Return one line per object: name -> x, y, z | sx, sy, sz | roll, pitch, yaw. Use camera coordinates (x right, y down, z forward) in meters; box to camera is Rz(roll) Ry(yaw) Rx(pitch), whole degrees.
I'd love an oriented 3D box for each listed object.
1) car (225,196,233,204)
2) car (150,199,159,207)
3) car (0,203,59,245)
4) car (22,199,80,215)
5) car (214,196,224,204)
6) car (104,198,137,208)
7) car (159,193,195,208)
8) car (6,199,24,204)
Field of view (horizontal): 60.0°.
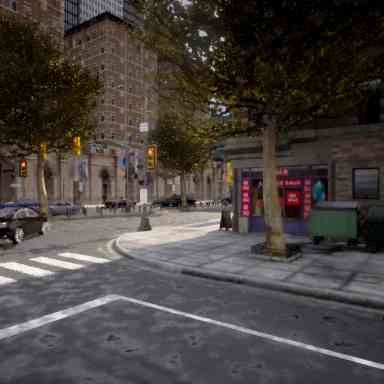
car -> 8.859, 1.523, 62.947 | 1.882, 1.535, 5.008 | 0, 0, 36
car -> -4.081, 1.547, 51.139 | 2.033, 1.411, 5.357 | 0, 0, 36
car -> -8.374, 1.494, 15.665 | 2.128, 1.511, 4.902 | -1, 0, -2
car -> -13.414, 1.601, 32.203 | 1.895, 1.301, 4.718 | 0, 0, 36
car -> 6.019, 1.529, 64.993 | 1.812, 1.442, 4.674 | 0, 0, 36
car -> -10.277, 1.595, 47.932 | 1.895, 1.301, 4.718 | 0, 0, 36
car -> -1.841, 1.221, 48.261 | 2.150, 2.045, 5.566 | 0, 0, 36
car -> -17.235, 1.478, 33.106 | 1.882, 1.535, 5.008 | 0, 0, 38
